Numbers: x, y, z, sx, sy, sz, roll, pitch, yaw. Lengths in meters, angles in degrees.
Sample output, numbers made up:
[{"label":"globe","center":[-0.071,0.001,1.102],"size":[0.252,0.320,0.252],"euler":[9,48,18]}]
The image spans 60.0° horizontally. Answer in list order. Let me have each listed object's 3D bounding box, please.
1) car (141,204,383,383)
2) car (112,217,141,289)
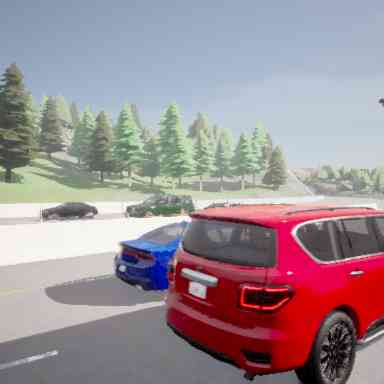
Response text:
[{"label":"car","center":[2.193,1.222,5.472],"size":[5.566,2.045,2.150],"euler":[0,0,-37]},{"label":"car","center":[0.479,1.478,8.596],"size":[5.008,1.535,1.882],"euler":[0,0,-37]}]
